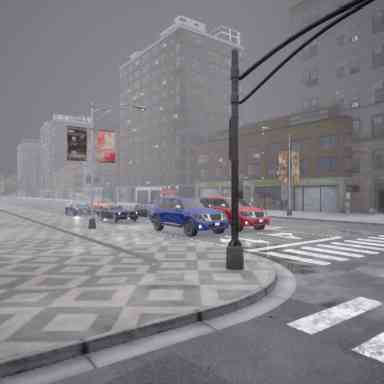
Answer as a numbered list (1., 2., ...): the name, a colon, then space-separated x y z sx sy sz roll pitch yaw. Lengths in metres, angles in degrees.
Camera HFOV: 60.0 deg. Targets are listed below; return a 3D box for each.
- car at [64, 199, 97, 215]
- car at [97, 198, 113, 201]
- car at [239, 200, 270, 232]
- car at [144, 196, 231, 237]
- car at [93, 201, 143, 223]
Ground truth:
1. car: -12.064 1.651 35.200 1.812 1.442 4.674 0 0 -36
2. car: -9.770 1.479 37.582 2.097 1.767 4.553 0 0 -36
3. car: 2.271 1.277 21.014 2.150 2.045 5.566 0 0 -36
4. car: -0.342 1.277 19.081 2.150 2.045 5.566 0 0 -36
5. car: -6.091 1.694 26.978 1.895 1.301 4.718 0 0 -36
